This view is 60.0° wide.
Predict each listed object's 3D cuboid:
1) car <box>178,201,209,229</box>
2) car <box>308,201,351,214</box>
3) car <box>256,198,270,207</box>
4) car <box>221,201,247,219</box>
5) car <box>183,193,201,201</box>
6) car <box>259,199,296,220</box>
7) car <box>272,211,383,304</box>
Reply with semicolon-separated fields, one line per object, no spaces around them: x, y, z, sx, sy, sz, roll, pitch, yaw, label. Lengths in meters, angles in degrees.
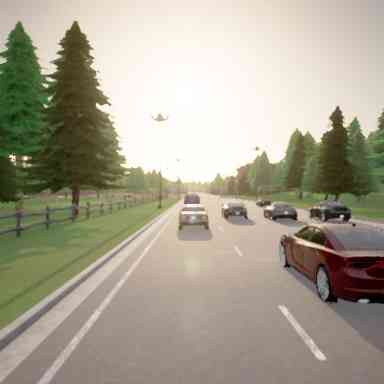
0.101;1.526;21.470;2.033;1.411;5.357;0;0;0;car
10.601;1.479;25.947;1.837;1.490;4.892;0;0;0;car
10.560;1.552;48.593;1.895;1.301;4.718;0;0;0;car
3.588;1.497;28.553;1.812;1.442;4.674;0;0;0;car
0.025;1.180;44.700;2.150;2.045;5.566;0;0;0;car
7.101;1.537;27.094;1.994;1.385;4.181;0;0;0;car
3.600;1.469;8.215;1.882;1.535;5.008;0;0;0;car
